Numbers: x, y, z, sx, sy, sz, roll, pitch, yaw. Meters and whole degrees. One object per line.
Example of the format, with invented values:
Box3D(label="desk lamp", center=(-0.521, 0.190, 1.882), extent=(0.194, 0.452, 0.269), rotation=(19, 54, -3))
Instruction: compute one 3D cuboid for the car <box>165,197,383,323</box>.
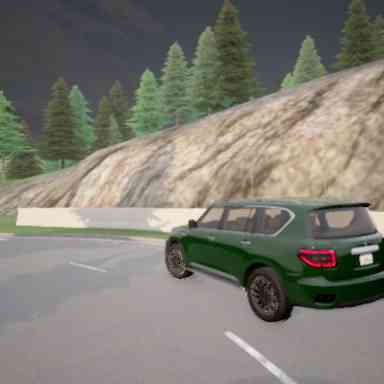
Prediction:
Box3D(label="car", center=(1.356, 1.151, 7.420), extent=(2.150, 2.045, 5.566), rotation=(-1, 0, -29))
